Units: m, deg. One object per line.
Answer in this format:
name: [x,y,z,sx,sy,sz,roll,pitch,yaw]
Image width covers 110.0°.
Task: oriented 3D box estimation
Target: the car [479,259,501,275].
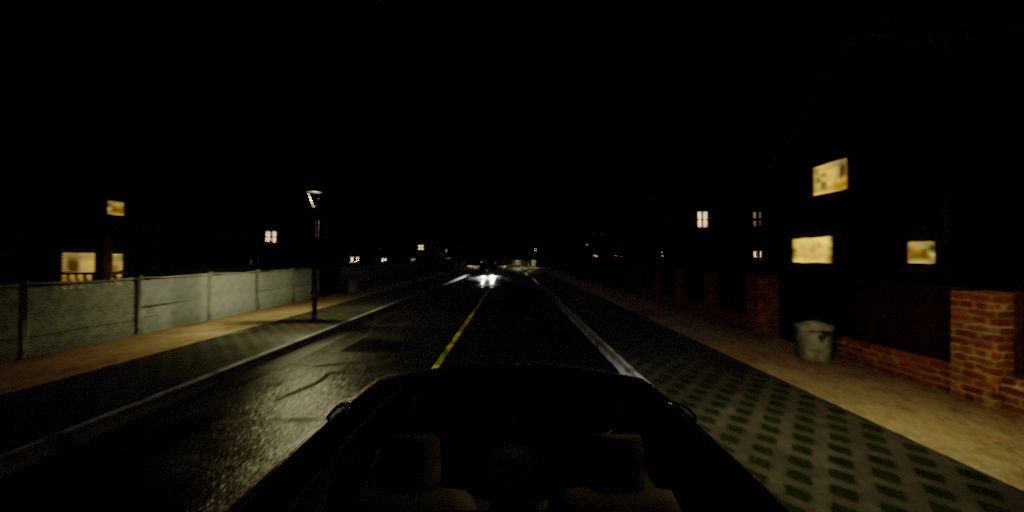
car: [-2.739,1.357,41.996,2.128,1.511,4.902,0,0,0]
